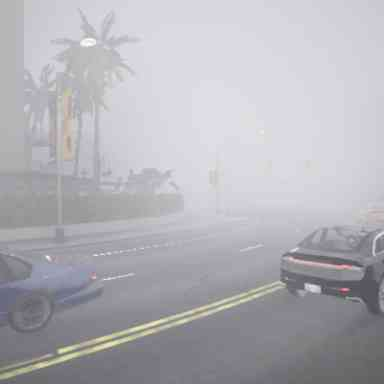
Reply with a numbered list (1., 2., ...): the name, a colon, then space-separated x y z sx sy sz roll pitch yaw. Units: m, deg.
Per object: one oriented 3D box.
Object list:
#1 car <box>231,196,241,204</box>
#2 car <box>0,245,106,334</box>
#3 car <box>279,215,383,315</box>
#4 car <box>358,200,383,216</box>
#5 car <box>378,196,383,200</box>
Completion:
1. car: 10.575 2.049 78.313 2.097 1.535 5.008 0 0 6
2. car: -4.194 1.609 5.345 5.357 1.411 2.033 0 -1 -36
3. car: 3.873 1.539 7.782 2.128 1.511 4.902 -1 -1 44
4. car: 13.935 1.619 25.152 1.882 1.535 5.008 0 0 18
5. car: 18.825 1.393 31.570 2.150 2.045 5.566 0 0 10
